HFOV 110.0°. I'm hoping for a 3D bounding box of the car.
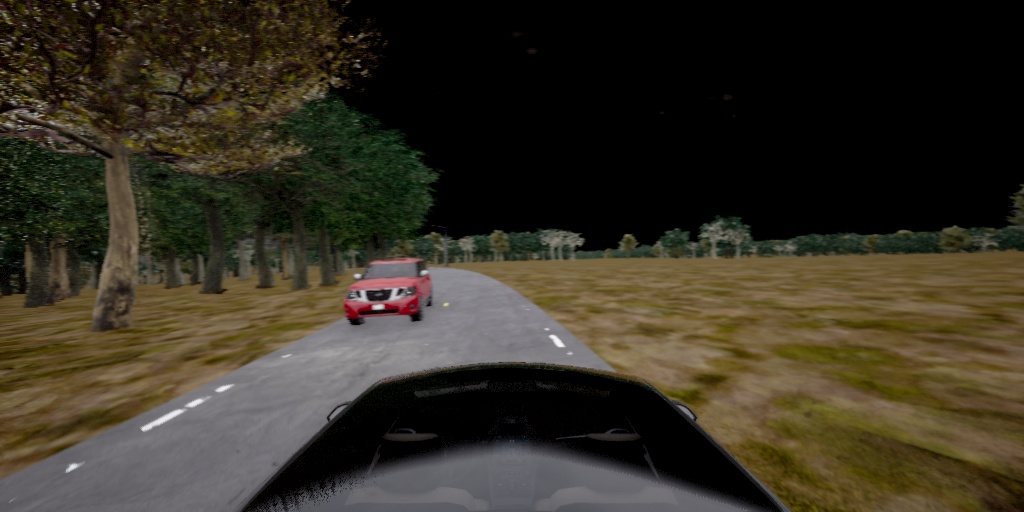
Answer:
[{"bbox_3d":[-4.169,1.110,13.014,2.150,2.045,5.566,-3,0,-7],"label":"car"}]
